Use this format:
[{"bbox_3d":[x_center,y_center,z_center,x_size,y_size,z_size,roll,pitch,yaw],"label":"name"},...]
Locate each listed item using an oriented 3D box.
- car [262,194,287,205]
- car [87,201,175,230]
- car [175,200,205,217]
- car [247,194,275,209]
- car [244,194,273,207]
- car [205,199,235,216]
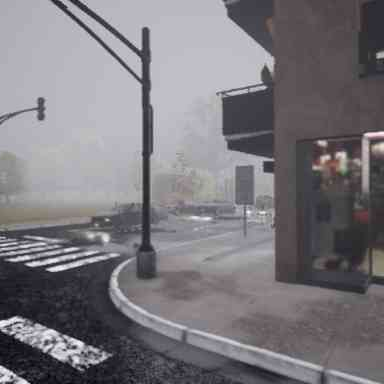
[{"bbox_3d":[11.619,0.994,46.429,1.752,1.417,4.829,1,1,35],"label":"car"},{"bbox_3d":[-3.690,1.366,20.292,2.033,1.411,5.357,0,1,35],"label":"car"},{"bbox_3d":[-0.986,1.311,28.432,1.802,1.307,4.206,1,1,35],"label":"car"},{"bbox_3d":[8.031,1.053,37.004,1.882,1.535,5.008,0,1,35],"label":"car"},{"bbox_3d":[8.443,1.060,41.895,1.752,1.417,4.829,1,1,35],"label":"car"},{"bbox_3d":[2.017,1.264,28.417,1.994,1.385,4.181,0,1,36],"label":"car"}]
